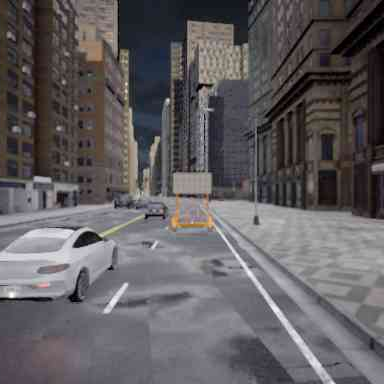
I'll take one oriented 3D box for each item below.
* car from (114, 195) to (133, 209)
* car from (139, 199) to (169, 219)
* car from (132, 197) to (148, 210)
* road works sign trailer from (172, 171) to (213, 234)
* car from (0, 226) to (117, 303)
[{"bbox_3d":[-9.829,1.434,48.596,2.150,2.045,5.566,0,0,0],"label":"car"},{"bbox_3d":[-3.150,1.679,30.227,2.033,1.411,5.357,0,0,0],"label":"car"},{"bbox_3d":[-6.576,1.707,45.621,1.837,1.490,4.892,0,-1,0],"label":"car"},{"bbox_3d":[0.015,0.550,19.670,2.380,3.560,2.880,0,0,0],"label":"road works sign trailer"},{"bbox_3d":[-3.151,1.561,8.152,1.812,1.442,4.674,0,0,0],"label":"car"}]
